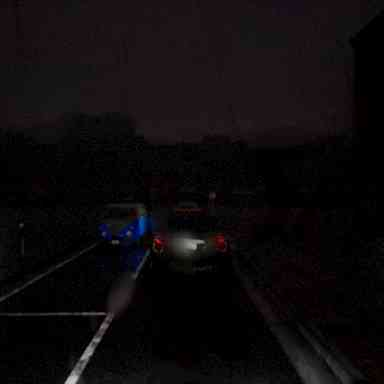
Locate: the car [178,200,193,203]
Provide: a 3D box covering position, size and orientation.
[{"bbox_3d":[-0.395,1.522,24.496,1.882,1.535,5.008,0,0,-1],"label":"car"}]

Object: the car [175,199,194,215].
[{"bbox_3d":[-0.681,1.546,35.588,1.882,1.535,5.008,0,0,1],"label":"car"}]

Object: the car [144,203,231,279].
[{"bbox_3d":[-0.093,1.368,10.285,2.097,1.767,4.553,0,0,-1],"label":"car"}]

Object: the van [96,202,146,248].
[{"bbox_3d":[-2.932,1.366,14.582,1.690,1.788,3.998,-1,0,-1],"label":"van"}]
